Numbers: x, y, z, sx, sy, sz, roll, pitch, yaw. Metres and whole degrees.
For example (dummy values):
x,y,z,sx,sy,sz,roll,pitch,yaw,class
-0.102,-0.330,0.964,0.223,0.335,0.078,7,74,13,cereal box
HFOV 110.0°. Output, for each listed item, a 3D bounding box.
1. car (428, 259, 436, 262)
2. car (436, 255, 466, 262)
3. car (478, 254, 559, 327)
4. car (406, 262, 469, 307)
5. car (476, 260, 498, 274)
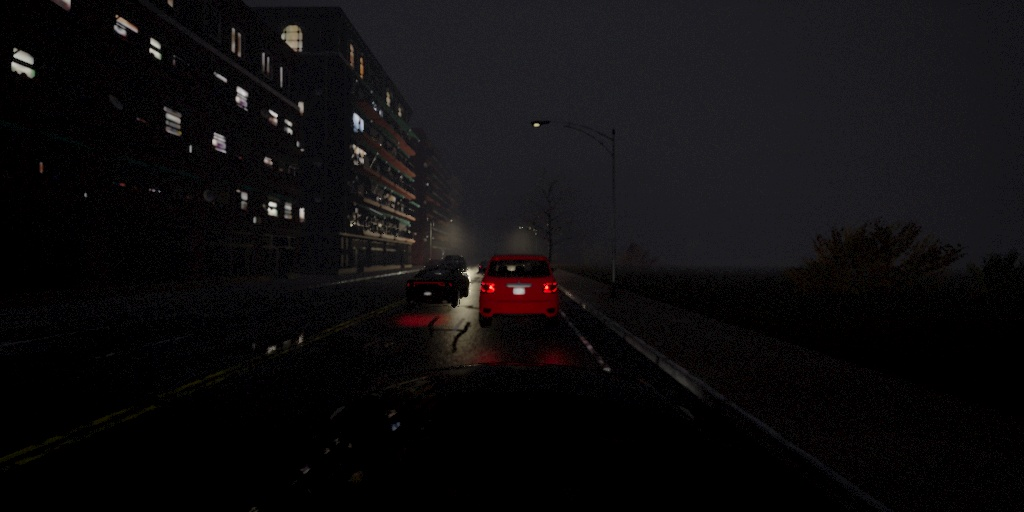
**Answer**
x,y,z,sx,sy,sz,roll,pitch,yaw,class
-9.387,1.124,43.977,1.882,1.535,5.008,0,0,1,car
-6.204,0.882,38.214,2.150,2.045,5.566,0,0,1,car
0.203,0.948,11.511,2.150,2.045,5.566,0,0,1,car
-3.004,1.195,15.347,1.882,1.535,5.008,0,0,1,car
-2.731,1.202,40.297,2.033,1.411,5.357,0,0,1,car
